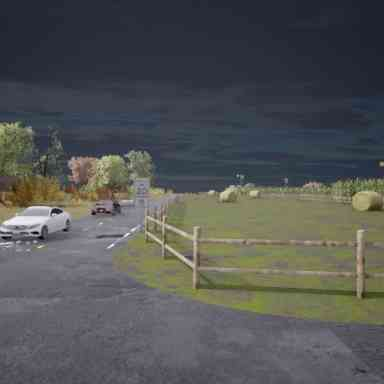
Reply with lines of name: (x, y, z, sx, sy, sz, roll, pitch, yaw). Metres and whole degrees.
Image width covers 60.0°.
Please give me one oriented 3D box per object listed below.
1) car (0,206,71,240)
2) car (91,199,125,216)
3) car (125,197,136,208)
car: (-7.547, 1.434, 16.592, 1.812, 1.442, 4.674, 1, 0, 0)
car: (-7.670, 1.387, 30.041, 1.994, 1.385, 4.181, 1, 0, 0)
car: (-7.768, 1.351, 42.202, 1.895, 1.301, 4.718, 1, 0, 0)
